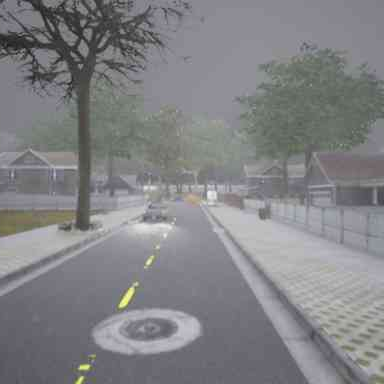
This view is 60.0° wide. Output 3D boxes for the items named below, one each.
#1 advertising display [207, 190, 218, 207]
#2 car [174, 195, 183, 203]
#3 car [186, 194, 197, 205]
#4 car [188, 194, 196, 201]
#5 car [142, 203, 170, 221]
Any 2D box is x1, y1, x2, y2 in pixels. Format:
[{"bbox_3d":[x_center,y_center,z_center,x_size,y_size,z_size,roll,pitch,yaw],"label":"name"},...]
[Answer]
[{"bbox_3d":[2.985,0.988,49.221,1.540,2.440,0.280,-1,-1,0],"label":"advertising display"},{"bbox_3d":[-2.761,1.413,68.417,2.033,1.411,5.357,0,0,0],"label":"car"},{"bbox_3d":[-0.006,1.393,58.673,1.882,1.535,5.008,0,0,0],"label":"car"},{"bbox_3d":[-0.011,1.224,75.678,1.812,1.442,4.674,0,0,0],"label":"car"},{"bbox_3d":[-2.853,1.602,27.168,1.895,1.301,4.718,0,0,0],"label":"car"}]
